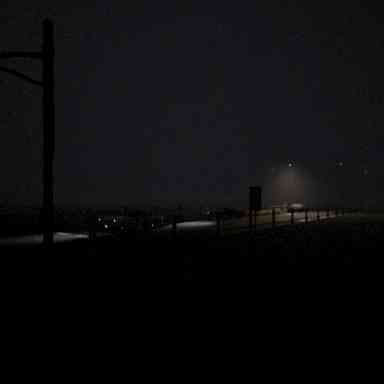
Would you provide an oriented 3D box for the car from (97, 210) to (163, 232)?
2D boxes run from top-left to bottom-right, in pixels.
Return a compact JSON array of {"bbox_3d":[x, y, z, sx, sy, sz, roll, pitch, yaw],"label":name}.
[{"bbox_3d":[-4.188,1.926,23.019,1.895,1.301,4.718,0,-1,36],"label":"car"}]

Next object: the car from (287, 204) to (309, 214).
[{"bbox_3d":[16.301,2.550,50.985,2.033,1.411,5.357,0,-1,36],"label":"car"}]

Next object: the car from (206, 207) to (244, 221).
[{"bbox_3d":[3.384,2.174,33.420,1.895,1.301,4.718,0,-1,36],"label":"car"}]
